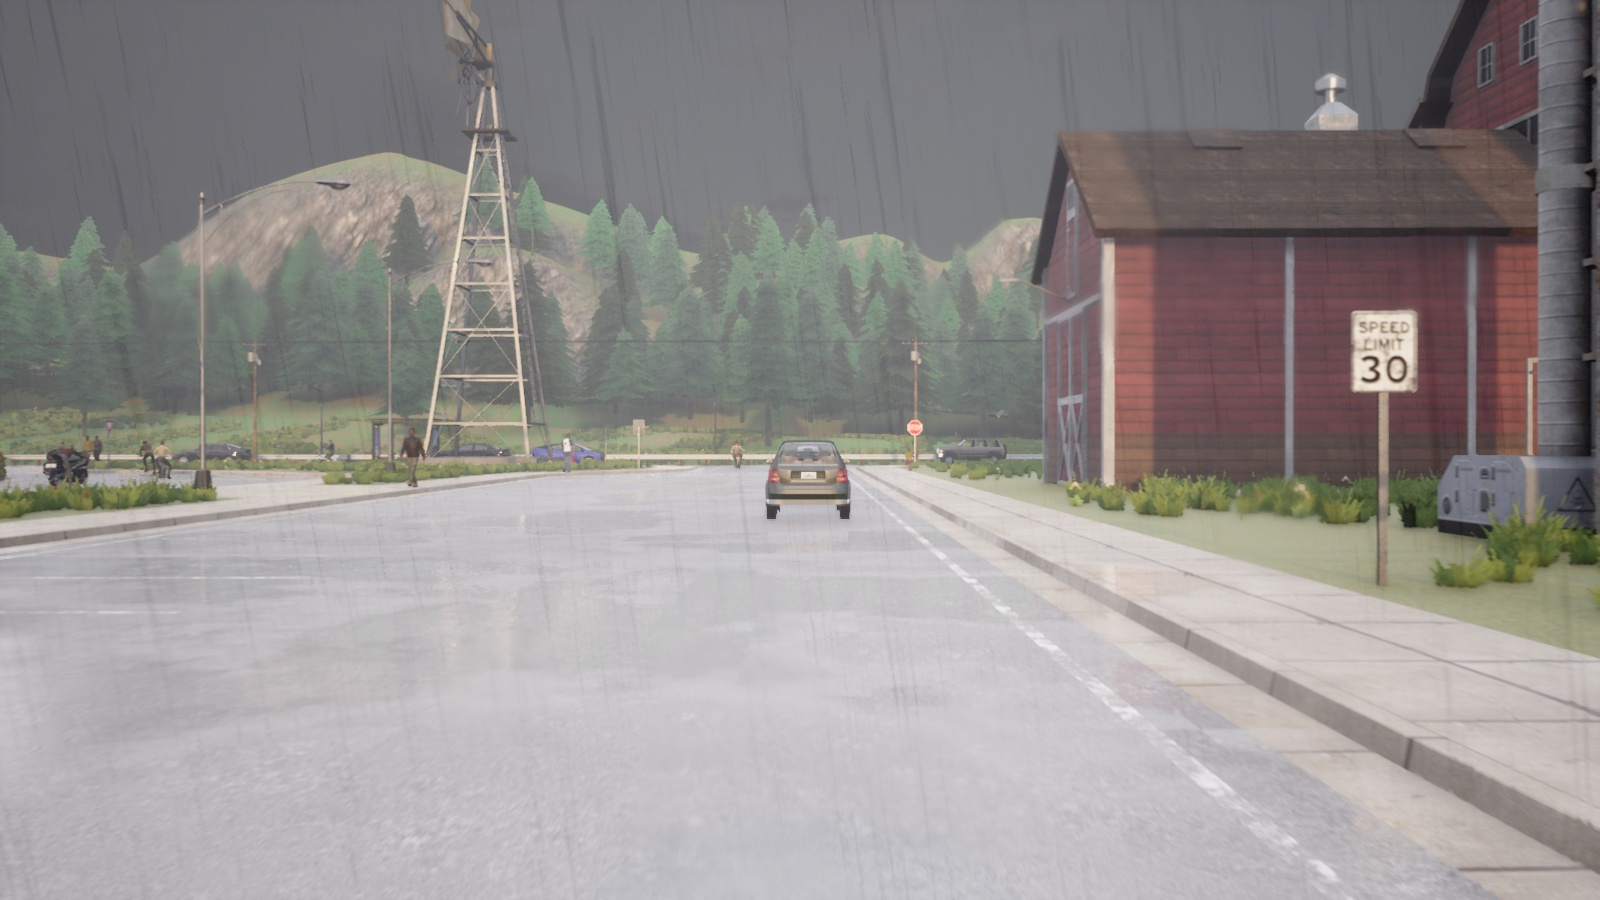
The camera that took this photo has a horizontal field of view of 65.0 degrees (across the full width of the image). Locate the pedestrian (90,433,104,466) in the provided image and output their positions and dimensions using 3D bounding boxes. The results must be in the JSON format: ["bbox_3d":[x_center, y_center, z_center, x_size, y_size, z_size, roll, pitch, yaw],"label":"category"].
[{"bbox_3d":[-38.503,-0.017,68.740,0.328,1.805,0.869,0,0,-5],"label":"pedestrian"}]

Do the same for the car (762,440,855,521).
[{"bbox_3d":[0.170,0.579,25.947,1.789,1.549,3.705,0,0,0],"label":"car"}]

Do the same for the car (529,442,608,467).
[{"bbox_3d":[-14.302,0.244,77.711,4.514,1.525,2.007,0,0,1],"label":"car"}]

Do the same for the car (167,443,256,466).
[{"bbox_3d":[-38.196,0.261,81.607,4.892,1.490,1.837,0,0,-3],"label":"car"}]

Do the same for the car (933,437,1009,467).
[{"bbox_3d":[10.946,0.118,80.613,4.605,1.855,1.932,0,0,2],"label":"car"}]

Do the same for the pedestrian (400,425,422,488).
[{"bbox_3d":[-11.473,0.184,37.071,0.431,1.840,0.703,0,0,1],"label":"pedestrian"}]

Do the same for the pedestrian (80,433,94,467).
[{"bbox_3d":[-38.370,-0.010,67.575,0.370,1.835,0.726,0,0,-5],"label":"pedestrian"}]

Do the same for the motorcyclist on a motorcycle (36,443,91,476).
[{"bbox_3d":[-34.568,0.421,58.924,2.191,1.530,0.866,0,0,11],"label":"motorcyclist on a motorcycle"}]

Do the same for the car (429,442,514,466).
[{"bbox_3d":[-21.234,0.248,81.376,5.008,1.535,1.882,0,0,1],"label":"car"}]

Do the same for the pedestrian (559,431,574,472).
[{"bbox_3d":[-10.588,0.072,56.986,0.354,1.836,0.706,0,0,21],"label":"pedestrian"}]

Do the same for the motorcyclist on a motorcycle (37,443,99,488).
[{"bbox_3d":[-25.596,0.513,43.948,0.866,1.530,2.191,0,0,1],"label":"motorcyclist on a motorcycle"}]
